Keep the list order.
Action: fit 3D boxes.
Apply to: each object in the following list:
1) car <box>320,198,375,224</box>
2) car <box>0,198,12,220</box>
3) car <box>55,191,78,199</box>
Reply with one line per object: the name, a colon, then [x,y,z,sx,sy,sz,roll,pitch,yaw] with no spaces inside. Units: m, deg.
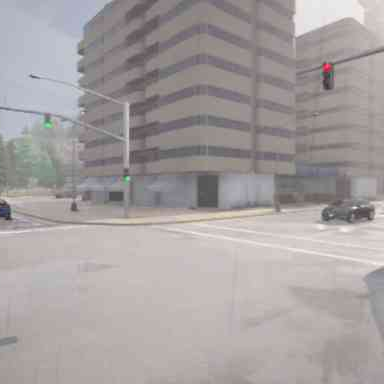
car: [10.318,1.167,21.880,4.892,1.490,1.837,-1,1,-40]
car: [-13.990,1.097,23.131,1.882,1.535,5.008,-1,1,-39]
car: [-23.561,0.527,62.559,1.994,1.385,4.181,0,1,28]
